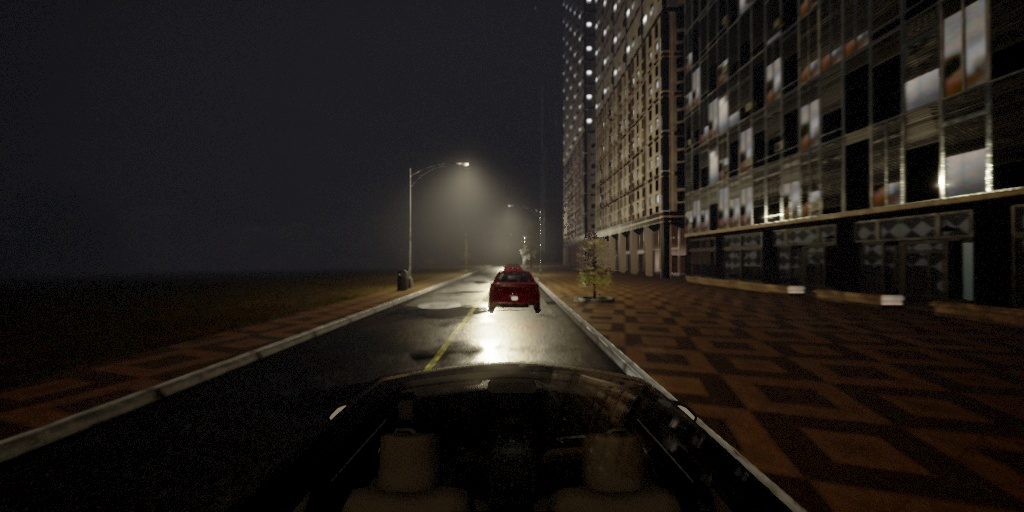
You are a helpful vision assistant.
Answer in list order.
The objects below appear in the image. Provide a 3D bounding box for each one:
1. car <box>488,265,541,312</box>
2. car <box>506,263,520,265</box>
[{"bbox_3d":[0.093,1.303,14.741,1.882,1.535,5.008,0,0,0],"label":"car"},{"bbox_3d":[0.096,1.435,37.709,1.882,1.535,5.008,0,0,0],"label":"car"}]
